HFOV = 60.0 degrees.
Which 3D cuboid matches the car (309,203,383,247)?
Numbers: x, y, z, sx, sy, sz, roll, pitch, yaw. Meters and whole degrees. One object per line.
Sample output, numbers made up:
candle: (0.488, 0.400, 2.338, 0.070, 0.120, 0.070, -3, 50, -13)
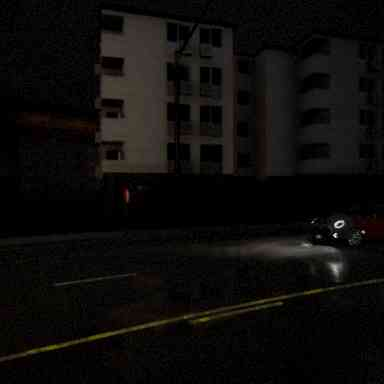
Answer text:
car: (7.449, 1.273, 14.535, 4.553, 1.767, 2.097, 0, 0, -16)
